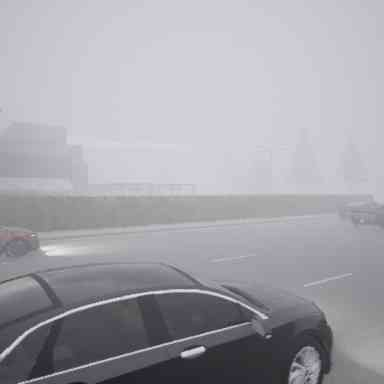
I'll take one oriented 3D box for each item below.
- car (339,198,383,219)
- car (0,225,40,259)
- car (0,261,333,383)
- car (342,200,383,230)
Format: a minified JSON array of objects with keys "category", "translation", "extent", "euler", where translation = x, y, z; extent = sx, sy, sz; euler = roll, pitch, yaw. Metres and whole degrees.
[{"category":"car","translation":[13.693,1.477,26.420],"extent":[5.008,1.535,1.882],"euler":[0,0,-36]},{"category":"car","translation":[-7.497,1.564,11.297],"extent":[4.181,1.385,1.994],"euler":[0,0,-36]},{"category":"car","translation":[-0.535,1.505,3.365],"extent":[4.892,1.490,1.837],"euler":[0,0,-35]},{"category":"car","translation":[11.921,1.491,20.855],"extent":[4.902,1.511,2.128],"euler":[0,0,-36]}]
